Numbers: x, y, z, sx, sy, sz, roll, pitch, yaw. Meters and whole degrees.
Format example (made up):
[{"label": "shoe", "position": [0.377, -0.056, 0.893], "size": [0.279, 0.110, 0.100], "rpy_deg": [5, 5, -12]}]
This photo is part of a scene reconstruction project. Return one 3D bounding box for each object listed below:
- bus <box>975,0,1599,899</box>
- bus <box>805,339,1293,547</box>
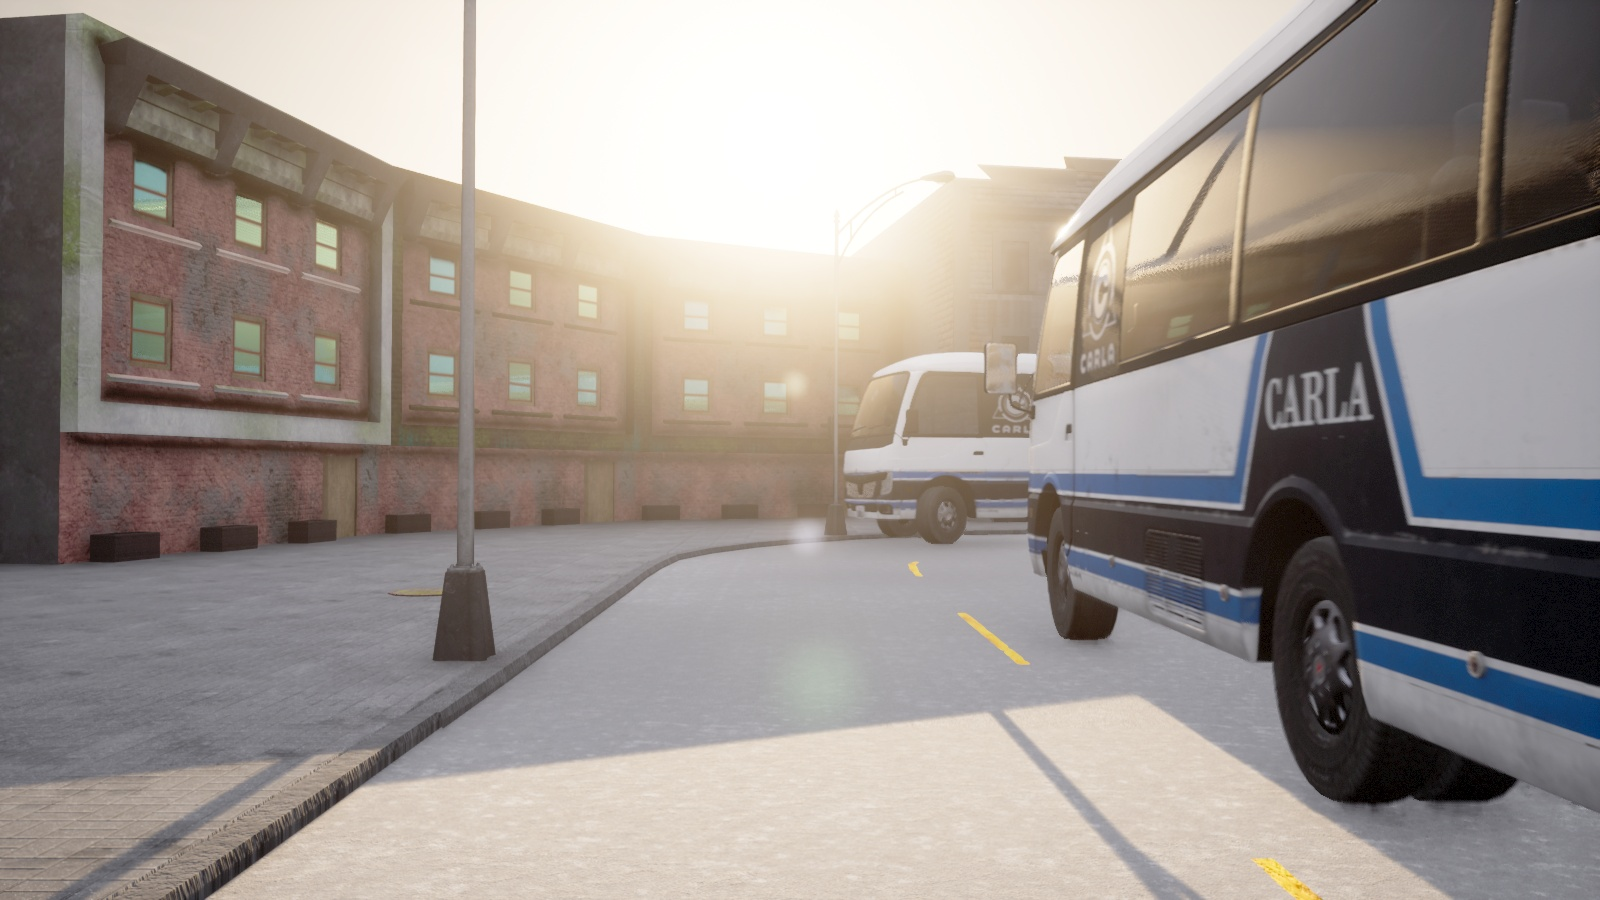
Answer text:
[{"label": "bus", "position": [3.940, -0.432, 8.715], "size": [3.944, 4.253, 10.273], "rpy_deg": [0, -1, 0]}, {"label": "bus", "position": [5.621, -0.109, 28.944], "size": [10.273, 4.253, 3.944], "rpy_deg": [0, -2, -15]}]
